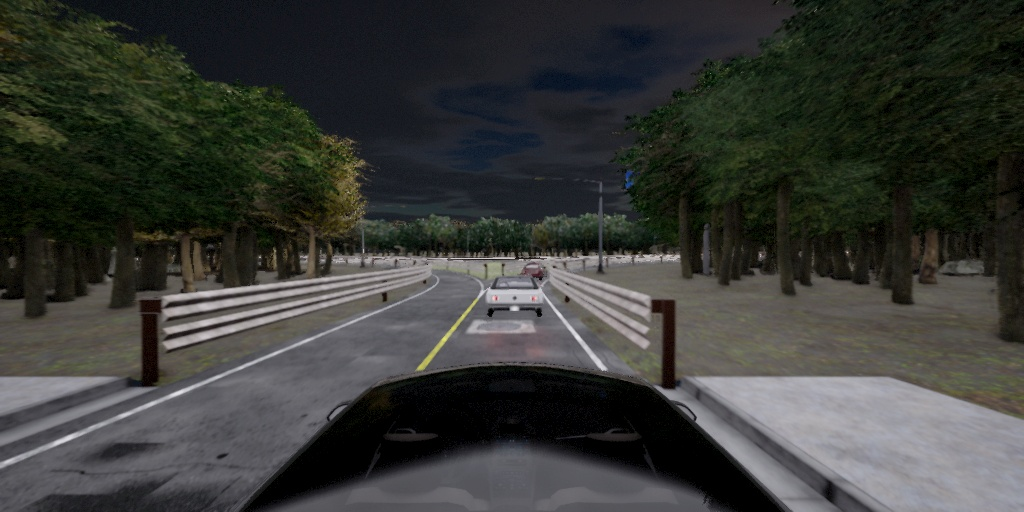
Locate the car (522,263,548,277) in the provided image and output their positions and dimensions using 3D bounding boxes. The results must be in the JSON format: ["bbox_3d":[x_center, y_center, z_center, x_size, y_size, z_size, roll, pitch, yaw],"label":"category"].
[{"bbox_3d":[1.992,1.325,31.491,1.812,1.442,4.674,0,0,13],"label":"car"}]

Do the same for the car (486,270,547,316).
[{"bbox_3d":[0.097,1.378,13.550,1.895,1.301,4.718,0,0,0],"label":"car"}]
